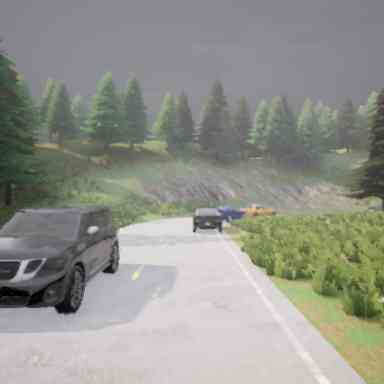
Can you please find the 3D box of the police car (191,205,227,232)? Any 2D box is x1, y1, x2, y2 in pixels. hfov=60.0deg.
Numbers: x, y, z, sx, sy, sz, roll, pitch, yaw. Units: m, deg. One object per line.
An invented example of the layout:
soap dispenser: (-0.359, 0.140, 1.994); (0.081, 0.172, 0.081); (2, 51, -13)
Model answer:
police car: (0.965, 1.737, 22.492); (1.930, 1.638, 5.238); (0, -1, 0)

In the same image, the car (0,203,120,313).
car: (-3.304, 1.337, 8.243); (2.150, 2.045, 5.566); (0, -1, 0)

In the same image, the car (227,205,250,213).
car: (3.237, 1.901, 30.543); (1.882, 1.535, 5.008); (0, -1, 32)

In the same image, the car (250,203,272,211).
car: (6.762, 1.933, 34.501); (5.366, 1.575, 1.801); (1, -1, -39)
